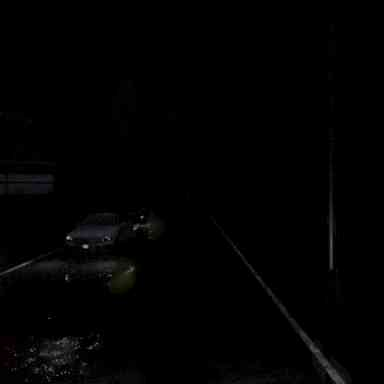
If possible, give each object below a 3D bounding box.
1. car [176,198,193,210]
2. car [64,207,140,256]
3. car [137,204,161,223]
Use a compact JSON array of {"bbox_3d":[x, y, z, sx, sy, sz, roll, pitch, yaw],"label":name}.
[{"bbox_3d":[-1.061,1.531,44.850,1.882,1.535,5.008,0,0,-9],"label":"car"},{"bbox_3d":[-3.533,1.542,13.429,1.812,1.442,4.674,0,0,1],"label":"car"},{"bbox_3d":[-3.528,1.595,25.566,1.994,1.385,4.181,0,0,0],"label":"car"}]
